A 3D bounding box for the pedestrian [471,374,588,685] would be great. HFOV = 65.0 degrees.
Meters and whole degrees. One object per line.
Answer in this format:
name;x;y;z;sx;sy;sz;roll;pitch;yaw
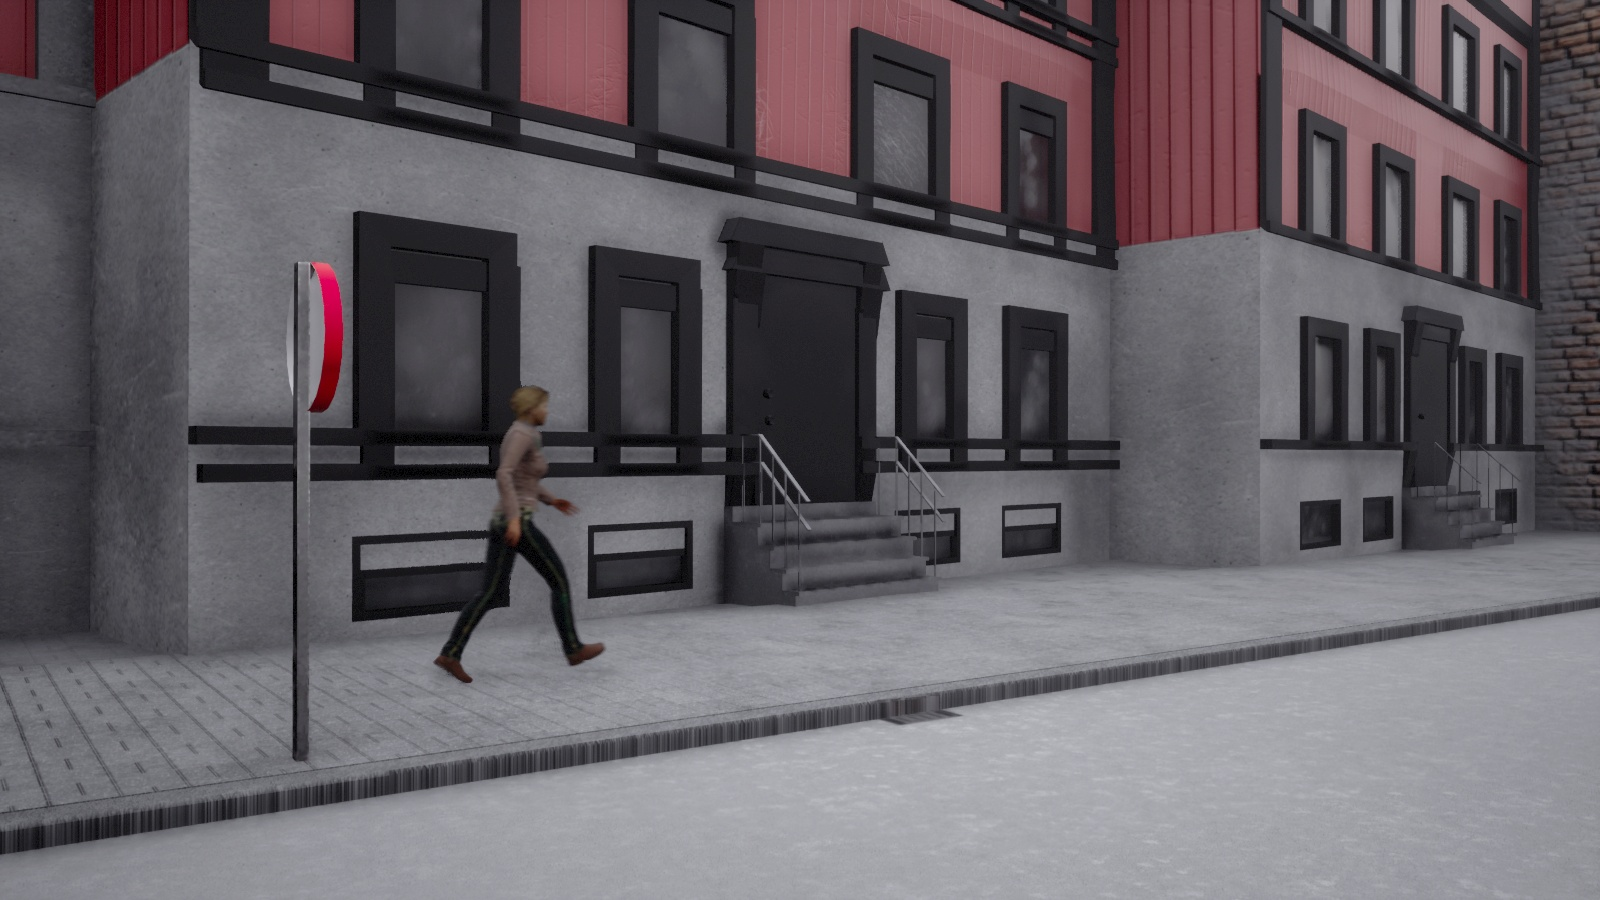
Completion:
pedestrian;-1.667;0.471;7.749;0.634;1.846;0.331;0;0;-30
